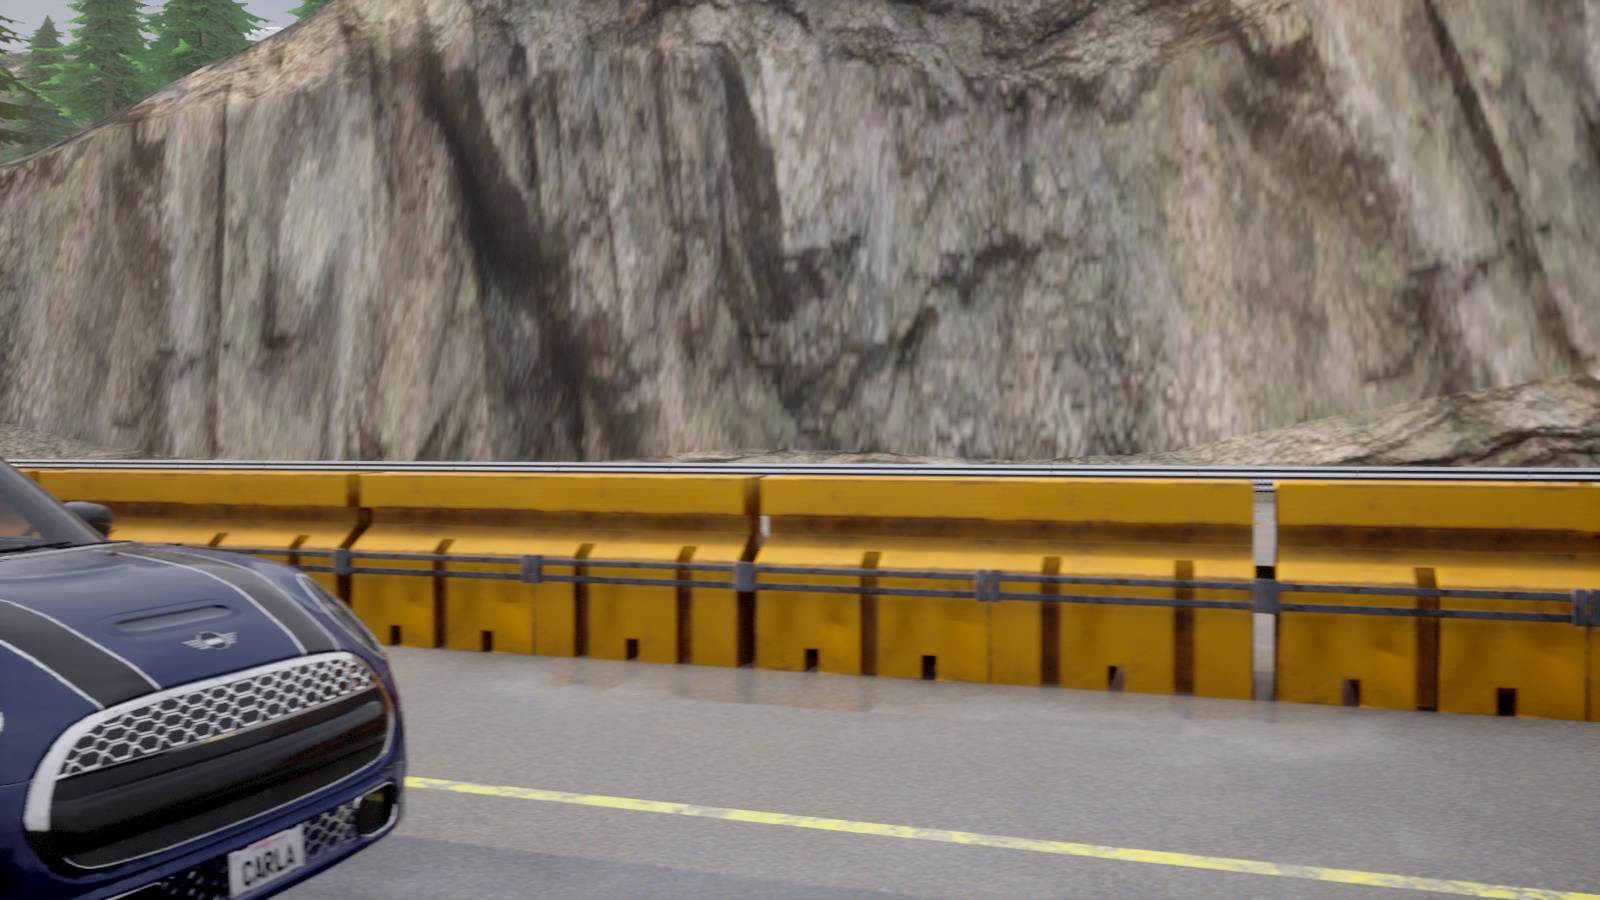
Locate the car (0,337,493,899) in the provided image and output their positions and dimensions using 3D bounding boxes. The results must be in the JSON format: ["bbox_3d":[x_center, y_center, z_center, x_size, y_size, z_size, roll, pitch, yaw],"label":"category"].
[{"bbox_3d":[-3.638,0.601,4.420,4.553,1.767,2.097,0,1,19],"label":"car"}]
